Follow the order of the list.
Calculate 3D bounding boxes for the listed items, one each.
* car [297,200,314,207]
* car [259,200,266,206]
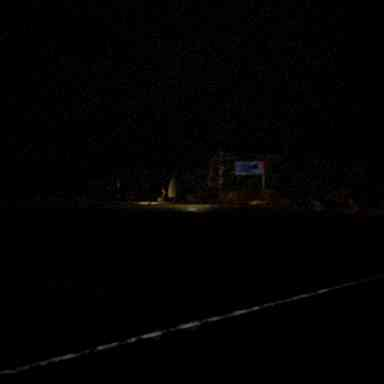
[{"bbox_3d":[23.649,2.386,69.072,1.882,1.535,5.008,1,-1,-32],"label":"car"},{"bbox_3d":[15.951,2.577,81.459,1.882,1.535,5.008,1,-1,-32],"label":"car"}]
